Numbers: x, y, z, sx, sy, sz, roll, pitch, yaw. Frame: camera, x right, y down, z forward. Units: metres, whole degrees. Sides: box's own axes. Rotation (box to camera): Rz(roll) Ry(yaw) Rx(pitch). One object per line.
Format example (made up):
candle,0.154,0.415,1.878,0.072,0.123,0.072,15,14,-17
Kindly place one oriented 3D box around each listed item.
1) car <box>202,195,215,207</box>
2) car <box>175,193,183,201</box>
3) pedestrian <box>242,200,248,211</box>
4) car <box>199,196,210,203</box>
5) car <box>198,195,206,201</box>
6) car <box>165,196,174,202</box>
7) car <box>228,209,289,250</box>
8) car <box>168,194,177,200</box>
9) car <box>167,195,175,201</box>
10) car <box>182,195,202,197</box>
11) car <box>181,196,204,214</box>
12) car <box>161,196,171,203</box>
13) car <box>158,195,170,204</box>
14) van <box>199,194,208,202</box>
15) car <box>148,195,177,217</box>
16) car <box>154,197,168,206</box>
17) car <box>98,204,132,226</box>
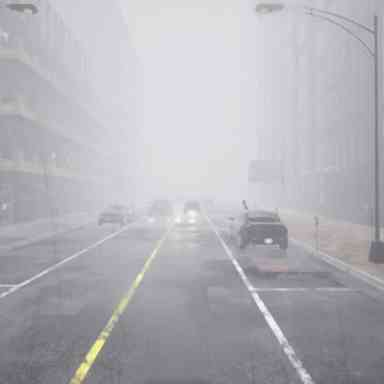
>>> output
car,2.568,1.559,51.406,2.008,1.369,4.403,1,0,0
car,-2.761,1.166,71.585,2.150,2.045,5.566,0,0,0
pedestrian,2.748,1.296,17.298,0.375,1.860,0.375,1,-1,0
car,2.565,1.562,68.363,2.008,1.369,4.403,1,0,0
car,2.563,1.562,85.320,1.887,1.381,4.507,1,0,0
car,-5.317,1.597,79.824,1.802,1.307,4.206,1,0,0
car,2.748,1.508,14.339,1.837,1.490,4.892,0,0,0
car,-5.317,1.459,91.117,1.967,1.590,4.097,1,0,0
car,-5.317,1.542,85.301,1.752,1.417,4.829,1,0,0
car,0.000,1.499,46.760,2.128,1.511,4.902,0,0,0
car,0.057,1.509,35.868,1.837,1.490,4.892,0,0,0
car,-5.315,1.593,68.531,1.802,1.307,4.206,1,0,0
car,-5.313,1.450,62.885,1.967,1.590,4.097,1,0,0
van,2.567,1.354,74.016,1.690,1.788,3.998,1,0,0
car,-2.850,1.356,31.204,2.097,1.767,4.553,0,0,0
car,-5.314,1.575,57.238,1.947,1.339,4.313,1,0,0
car,-5.308,1.554,23.359,2.008,1.369,4.403,1,0,0
